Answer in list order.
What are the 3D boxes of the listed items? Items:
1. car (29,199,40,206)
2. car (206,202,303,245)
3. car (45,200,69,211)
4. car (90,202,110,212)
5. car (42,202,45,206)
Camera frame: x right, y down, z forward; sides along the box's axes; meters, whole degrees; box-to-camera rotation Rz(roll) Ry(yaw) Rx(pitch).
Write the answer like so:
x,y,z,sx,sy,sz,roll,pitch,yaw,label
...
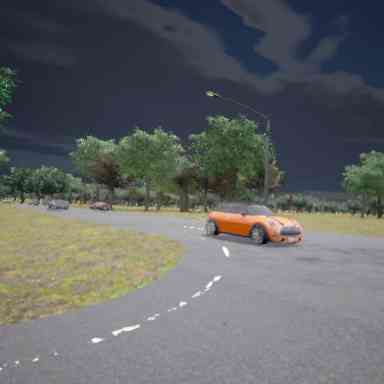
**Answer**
x,y,z,sx,sy,sz,roll,pitch,yaw,label
-34.182,2.332,72.142,1.837,1.490,4.892,4,-3,-27,car
2.683,1.279,14.960,2.097,1.767,4.553,4,-2,-35,car
-17.858,1.796,44.454,1.837,1.490,4.892,4,-3,-35,car
-14.239,2.275,51.474,1.812,1.442,4.674,4,-3,-35,car
-35.610,2.844,82.161,1.895,1.301,4.718,4,-3,-35,car
